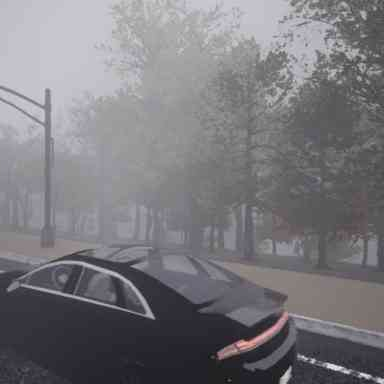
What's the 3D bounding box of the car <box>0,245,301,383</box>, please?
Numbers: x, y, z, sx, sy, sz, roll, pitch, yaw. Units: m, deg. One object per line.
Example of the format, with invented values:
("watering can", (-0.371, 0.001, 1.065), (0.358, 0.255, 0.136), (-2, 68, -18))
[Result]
("car", (-1.108, 1.489, 4.474), (4.902, 1.511, 2.128), (0, 0, 36))
